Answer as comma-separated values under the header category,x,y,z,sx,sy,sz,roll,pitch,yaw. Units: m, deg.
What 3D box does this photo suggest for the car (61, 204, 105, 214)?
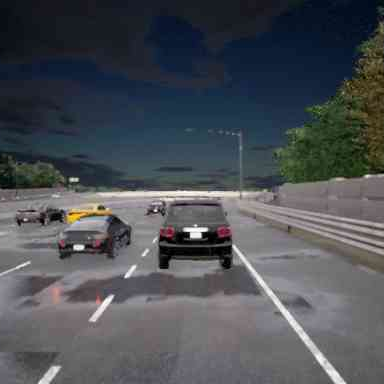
category,x,y,z,sx,sy,sz,roll,pitch,yaw
car,-6.896,1.530,22.829,1.882,1.535,5.008,0,0,0

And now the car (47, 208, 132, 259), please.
category,x,y,z,sx,sy,sz,roll,pitch,yaw
car,-3.498,1.555,12.594,1.812,1.442,4.674,0,0,0

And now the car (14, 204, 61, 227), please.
category,x,y,z,sx,sy,sz,roll,pitch,yaw
car,-10.397,1.545,23.217,2.128,1.511,4.902,0,0,0

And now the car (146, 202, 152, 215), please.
category,x,y,z,sx,sy,sz,roll,pitch,yaw
car,-3.495,1.604,34.223,1.812,1.442,4.674,0,0,0

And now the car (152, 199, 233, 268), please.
category,x,y,z,sx,sy,sz,roll,pitch,yaw
car,0.101,1.248,11.523,2.150,2.045,5.566,0,0,0

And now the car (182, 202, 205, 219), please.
category,x,y,z,sx,sy,sz,roll,pitch,yaw
car,0.128,1.633,30.377,1.994,1.385,4.181,0,0,1
